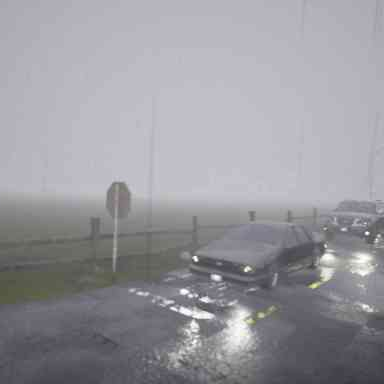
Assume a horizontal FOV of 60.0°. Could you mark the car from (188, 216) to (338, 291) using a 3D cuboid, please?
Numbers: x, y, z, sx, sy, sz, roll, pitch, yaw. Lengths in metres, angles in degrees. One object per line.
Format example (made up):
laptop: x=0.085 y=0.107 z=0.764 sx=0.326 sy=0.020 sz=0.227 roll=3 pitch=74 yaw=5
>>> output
car: x=2.200 y=1.550 z=9.423 sx=2.033 sy=1.411 sz=5.357 roll=3 pitch=1 yaw=38

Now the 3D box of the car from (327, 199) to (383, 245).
car: x=8.773 y=1.411 z=17.394 sx=2.150 sy=2.045 sz=5.566 roll=3 pitch=1 yaw=40
